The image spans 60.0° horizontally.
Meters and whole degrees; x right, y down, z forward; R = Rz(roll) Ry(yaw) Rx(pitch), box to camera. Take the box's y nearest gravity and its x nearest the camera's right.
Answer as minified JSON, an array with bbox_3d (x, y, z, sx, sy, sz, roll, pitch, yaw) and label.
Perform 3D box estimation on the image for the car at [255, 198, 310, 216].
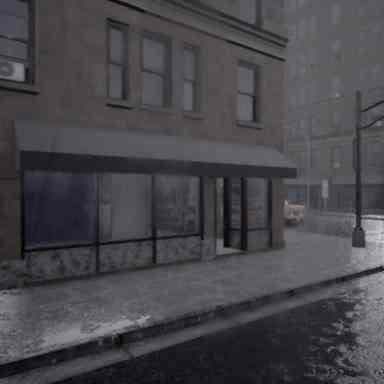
[{"bbox_3d":[8.257,1.319,30.805,1.752,1.417,4.829,1,0,-36],"label":"car"}]

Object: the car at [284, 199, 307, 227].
[{"bbox_3d":[4.663,1.200,21.236,2.192,1.841,5.009,1,0,-36],"label":"car"}]
